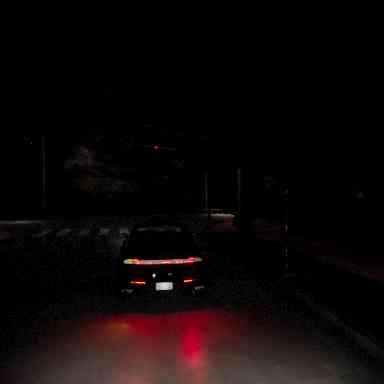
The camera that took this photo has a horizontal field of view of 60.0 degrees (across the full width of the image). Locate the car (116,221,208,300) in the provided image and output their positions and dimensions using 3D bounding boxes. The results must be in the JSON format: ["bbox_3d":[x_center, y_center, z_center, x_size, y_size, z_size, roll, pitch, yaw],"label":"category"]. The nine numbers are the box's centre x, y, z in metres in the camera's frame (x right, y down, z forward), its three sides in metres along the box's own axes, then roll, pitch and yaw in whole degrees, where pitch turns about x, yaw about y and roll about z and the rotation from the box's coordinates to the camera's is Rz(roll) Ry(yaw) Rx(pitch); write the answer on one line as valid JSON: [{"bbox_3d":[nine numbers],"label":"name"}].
[{"bbox_3d":[-0.840,1.492,8.425,2.128,1.511,4.902,0,0,-8],"label":"car"}]

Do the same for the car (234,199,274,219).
[{"bbox_3d":[5.889,1.347,26.943,4.892,1.490,1.837,0,0,-12],"label":"car"}]

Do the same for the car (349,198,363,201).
[{"bbox_3d":[15.284,1.348,32.807,4.892,1.490,1.837,0,0,-12],"label":"car"}]

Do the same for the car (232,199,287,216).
[{"bbox_3d":[6.257,1.368,30.803,4.674,1.442,1.812,0,0,-12],"label":"car"}]
